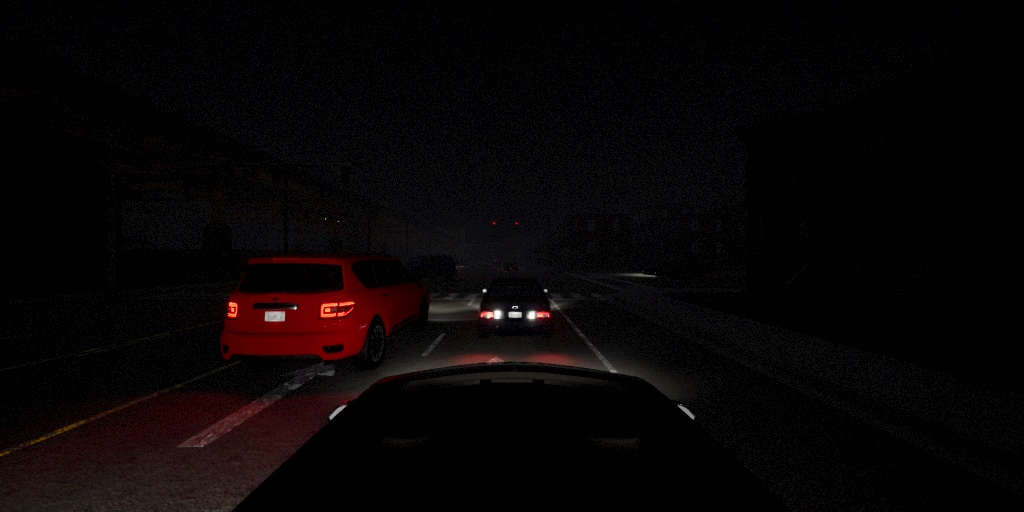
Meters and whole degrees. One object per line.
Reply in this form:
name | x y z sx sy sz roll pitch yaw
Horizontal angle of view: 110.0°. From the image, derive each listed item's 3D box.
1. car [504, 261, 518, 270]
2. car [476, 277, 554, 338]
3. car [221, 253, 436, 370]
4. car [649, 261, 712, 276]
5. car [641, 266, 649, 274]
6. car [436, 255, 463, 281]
car | -0.117 1.351 50.980 1.895 1.301 4.718 0 0 1
car | 0.085 1.297 10.146 2.033 1.411 5.357 0 0 0
car | -3.424 0.971 7.893 2.150 2.045 5.566 0 0 0
car | 17.006 1.297 35.903 5.357 1.411 2.033 0 0 0
car | 17.113 1.296 39.387 5.357 1.411 2.033 0 0 2
car | -6.834 0.971 28.097 2.150 2.045 5.566 -1 0 38
